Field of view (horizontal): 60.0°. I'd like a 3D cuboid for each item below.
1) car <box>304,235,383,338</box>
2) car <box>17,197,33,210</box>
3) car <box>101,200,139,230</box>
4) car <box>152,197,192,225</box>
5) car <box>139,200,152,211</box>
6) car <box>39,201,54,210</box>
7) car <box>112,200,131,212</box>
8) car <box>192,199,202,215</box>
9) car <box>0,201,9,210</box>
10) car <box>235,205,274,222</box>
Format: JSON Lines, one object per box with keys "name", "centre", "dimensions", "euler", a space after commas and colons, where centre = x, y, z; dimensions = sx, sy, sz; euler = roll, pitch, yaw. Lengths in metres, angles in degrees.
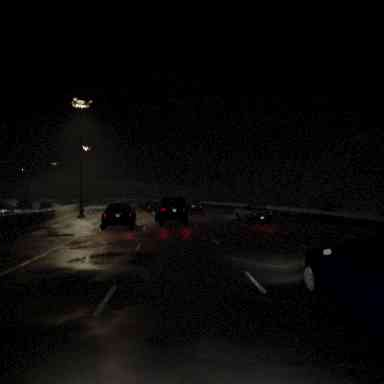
{"name": "car", "centre": [3.568, 1.474, 5.791], "dimensions": [1.882, 1.535, 5.008], "euler": [0, 0, -1]}
{"name": "car", "centre": [-28.192, 1.914, 56.267], "dimensions": [2.150, 2.045, 5.566], "euler": [0, 0, -21]}
{"name": "car", "centre": [-5.025, 1.550, 23.214], "dimensions": [2.097, 1.767, 4.553], "euler": [-1, 0, -8]}
{"name": "car", "centre": [-1.692, 1.401, 25.972], "dimensions": [2.150, 2.045, 5.566], "euler": [0, 0, -10]}
{"name": "car", "centre": [-6.507, 1.887, 47.259], "dimensions": [1.812, 1.442, 4.674], "euler": [0, 0, -17]}
{"name": "car", "centre": [-23.622, 2.154, 53.997], "dimensions": [1.994, 1.385, 4.181], "euler": [0, 0, -19]}
{"name": "car", "centre": [-9.865, 1.885, 46.272], "dimensions": [2.128, 1.511, 4.902], "euler": [0, 0, -17]}
{"name": "car", "centre": [-0.336, 1.581, 36.991], "dimensions": [2.097, 1.767, 4.553], "euler": [-1, 0, -13]}
{"name": "car", "centre": [-31.409, 2.217, 54.894], "dimensions": [1.812, 1.442, 4.674], "euler": [0, 0, -21]}
{"name": "car", "centre": [5.040, 1.714, 27.637], "dimensions": [1.895, 1.301, 4.718], "euler": [-1, 0, -9]}
